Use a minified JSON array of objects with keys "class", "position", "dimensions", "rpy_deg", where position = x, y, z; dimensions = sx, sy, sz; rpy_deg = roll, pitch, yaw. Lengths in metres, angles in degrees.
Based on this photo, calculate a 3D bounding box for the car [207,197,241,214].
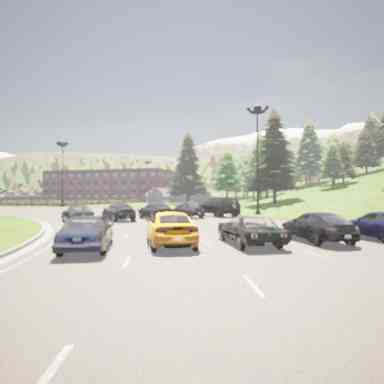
[{"class":"car","position":[2.725,1.537,34.247],"dimensions":[2.150,2.045,5.566],"rpy_deg":[0,0,-31]}]

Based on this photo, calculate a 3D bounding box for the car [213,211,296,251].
[{"class":"car","position":[2.561,1.741,14.986],"dimensions":[1.895,1.301,4.718],"rpy_deg":[0,-1,-10]}]

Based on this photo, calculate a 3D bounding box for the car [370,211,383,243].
[{"class":"car","position":[9.408,1.676,16.456],"dimensions":[1.812,1.442,4.674],"rpy_deg":[0,0,-10]}]

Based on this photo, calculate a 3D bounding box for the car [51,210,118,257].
[{"class":"car","position":[-4.314,1.679,13.690],"dimensions":[2.033,1.411,5.357],"rpy_deg":[0,-1,-10]}]

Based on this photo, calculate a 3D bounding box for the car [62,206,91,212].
[{"class":"car","position":[-9.297,1.806,27.066],"dimensions":[2.033,1.411,5.357],"rpy_deg":[0,-1,-31]}]

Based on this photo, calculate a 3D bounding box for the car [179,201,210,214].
[{"class":"car","position":[-0.490,1.834,32.783],"dimensions":[1.812,1.442,4.674],"rpy_deg":[0,0,-31]}]

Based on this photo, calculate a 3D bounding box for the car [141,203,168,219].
[{"class":"car","position":[-3.455,1.799,30.903],"dimensions":[1.837,1.490,4.892],"rpy_deg":[0,0,-32]}]

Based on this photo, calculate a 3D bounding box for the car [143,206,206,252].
[{"class":"car","position":[-0.971,1.617,14.754],"dimensions":[1.882,1.535,5.008],"rpy_deg":[0,0,-11]}]

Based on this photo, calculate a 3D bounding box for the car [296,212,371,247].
[{"class":"car","position":[5.964,1.672,15.837],"dimensions":[1.812,1.442,4.674],"rpy_deg":[0,0,-10]}]

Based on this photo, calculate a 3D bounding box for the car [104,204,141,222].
[{"class":"car","position":[-6.455,1.784,29.103],"dimensions":[1.837,1.490,4.892],"rpy_deg":[0,0,-32]}]
